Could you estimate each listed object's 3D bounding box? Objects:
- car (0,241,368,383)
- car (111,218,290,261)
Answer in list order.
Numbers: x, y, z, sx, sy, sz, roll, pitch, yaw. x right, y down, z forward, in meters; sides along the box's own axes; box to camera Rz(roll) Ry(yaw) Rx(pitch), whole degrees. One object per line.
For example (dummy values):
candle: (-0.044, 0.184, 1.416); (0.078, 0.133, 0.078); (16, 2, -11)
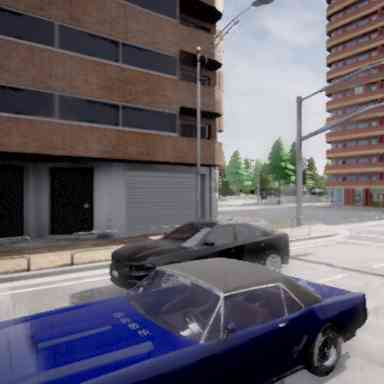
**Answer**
car: (0.026, 1.597, 3.986); (4.718, 1.301, 1.895); (0, 0, -35)
car: (0.406, 1.468, 8.543); (5.008, 1.535, 1.882); (0, 0, -35)
